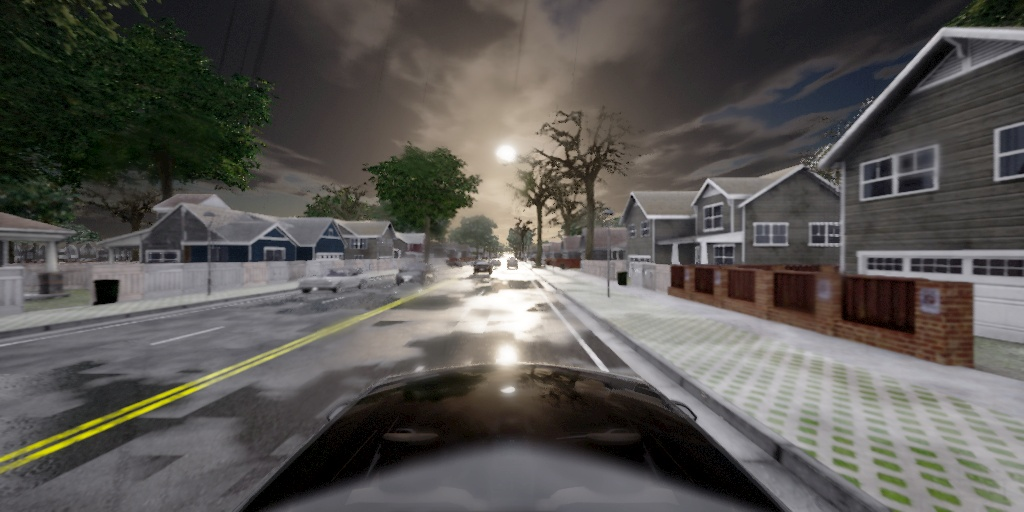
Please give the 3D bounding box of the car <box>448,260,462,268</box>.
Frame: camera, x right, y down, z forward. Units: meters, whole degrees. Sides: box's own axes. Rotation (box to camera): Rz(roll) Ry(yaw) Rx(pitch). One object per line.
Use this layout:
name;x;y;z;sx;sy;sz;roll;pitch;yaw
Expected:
car;-9.794;1.392;61.688;1.895;1.301;4.718;0;0;0

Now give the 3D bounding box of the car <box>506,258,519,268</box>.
car;0.076;1.283;62.363;2.128;1.511;4.902;0;0;0

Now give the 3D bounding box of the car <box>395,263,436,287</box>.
car;-6.606;1.248;24.983;2.128;1.511;4.902;0;0;0

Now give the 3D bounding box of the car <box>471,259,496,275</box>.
car;-3.166;1.245;40.194;1.882;1.535;5.008;0;0;0

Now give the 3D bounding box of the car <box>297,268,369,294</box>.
car;-9.857;1.355;20.161;1.895;1.301;4.718;0;0;0
